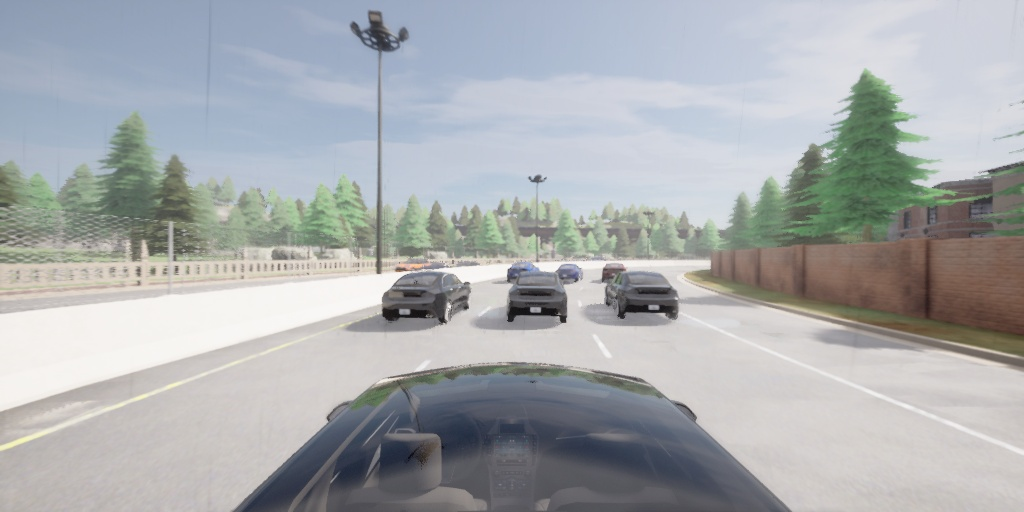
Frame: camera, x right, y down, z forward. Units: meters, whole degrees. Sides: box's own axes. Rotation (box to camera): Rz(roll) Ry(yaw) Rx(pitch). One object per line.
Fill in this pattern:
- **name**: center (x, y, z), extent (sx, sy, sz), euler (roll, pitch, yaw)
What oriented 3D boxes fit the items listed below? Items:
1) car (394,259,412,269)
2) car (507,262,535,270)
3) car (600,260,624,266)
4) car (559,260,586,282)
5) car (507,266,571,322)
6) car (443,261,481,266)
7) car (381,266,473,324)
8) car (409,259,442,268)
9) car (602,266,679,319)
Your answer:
- **car**: center (-10.655, 1.092, 38.809), extent (2.097, 1.767, 4.553), euler (0, 0, 21)
- **car**: center (1.049, 1.260, 29.300), extent (1.882, 1.535, 5.008), euler (0, 0, 17)
- **car**: center (8.667, 1.295, 30.129), extent (1.882, 1.535, 5.008), euler (0, 0, 19)
- **car**: center (4.678, 1.324, 29.225), extent (1.812, 1.442, 4.674), euler (0, 0, 18)
- **car**: center (0.931, 1.269, 12.428), extent (1.837, 1.490, 4.892), euler (0, 0, 6)
- **car**: center (-4.549, 1.268, 35.215), extent (1.837, 1.490, 4.892), euler (0, 0, 20)
- **car**: center (-2.627, 1.254, 12.049), extent (1.837, 1.490, 4.892), euler (0, 0, 6)
- **car**: center (-7.955, 1.313, 36.002), extent (1.994, 1.385, 4.181), euler (0, 0, 19)
- **car**: center (4.541, 1.287, 13.082), extent (1.837, 1.490, 4.892), euler (0, 0, 7)
